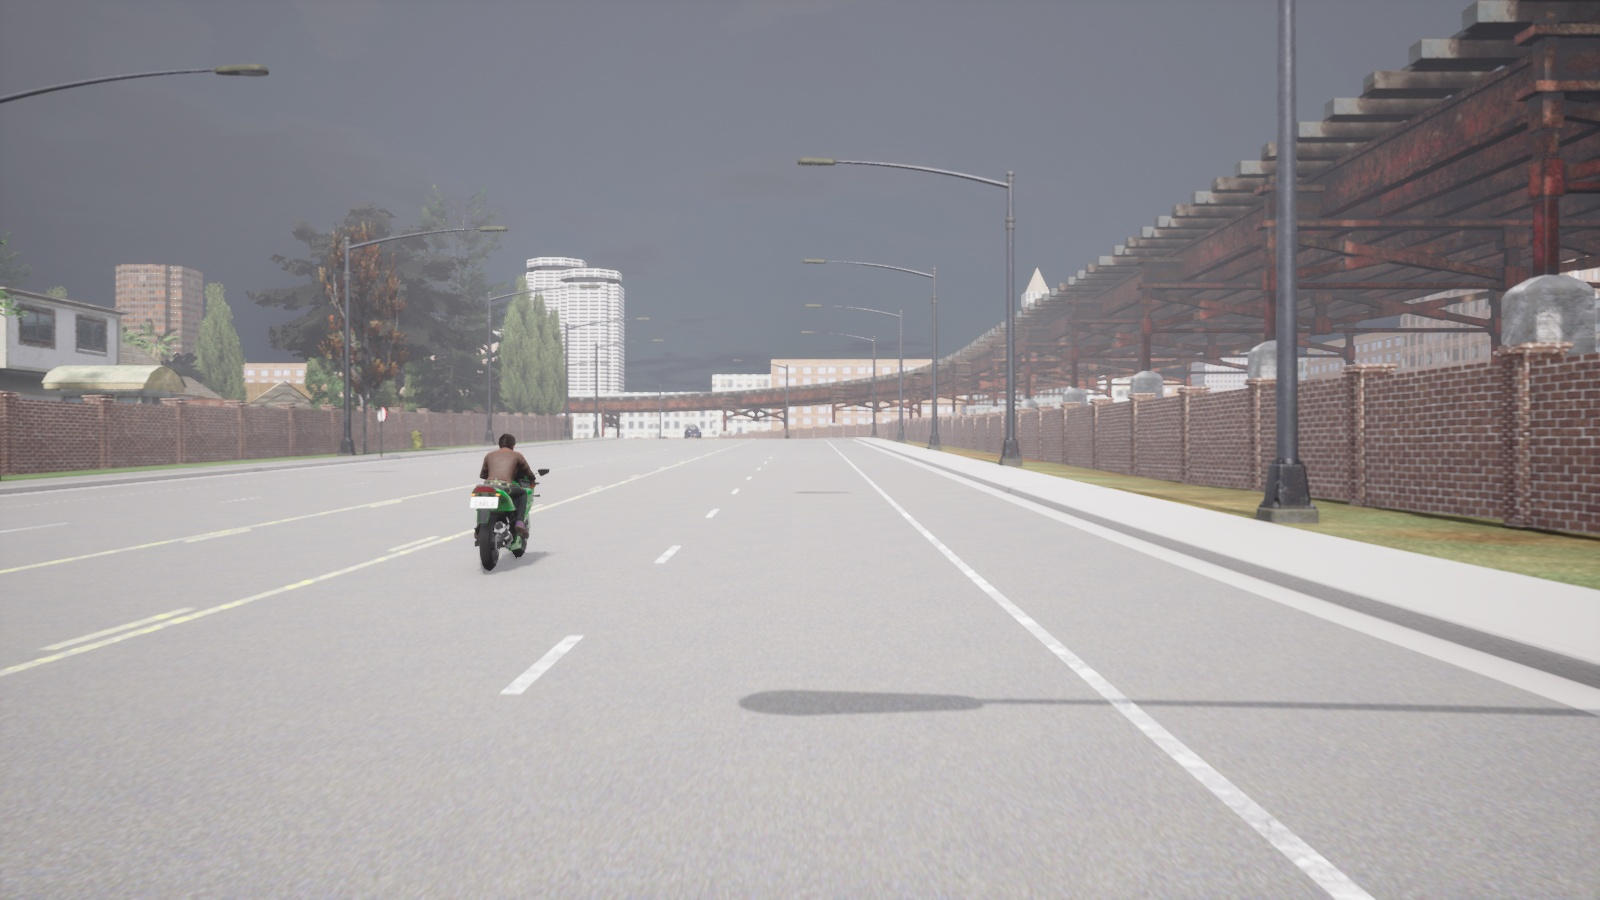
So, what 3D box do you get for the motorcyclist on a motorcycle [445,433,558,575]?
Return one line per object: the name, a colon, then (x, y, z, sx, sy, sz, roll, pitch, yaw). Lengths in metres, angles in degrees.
motorcyclist on a motorcycle: (-3.399, 0.565, 14.495, 0.797, 1.523, 2.044, 0, 1, 0)
